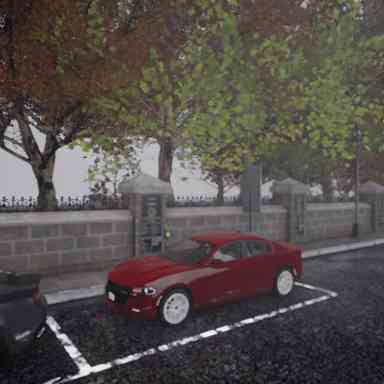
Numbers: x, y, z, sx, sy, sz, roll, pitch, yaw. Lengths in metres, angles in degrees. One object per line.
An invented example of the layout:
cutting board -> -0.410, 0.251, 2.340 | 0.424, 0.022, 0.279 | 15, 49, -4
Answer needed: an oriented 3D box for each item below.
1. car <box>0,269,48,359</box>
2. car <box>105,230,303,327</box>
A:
car -> -4.039, 1.550, 3.777 | 4.403, 1.369, 2.008 | 0, 0, -35
car -> 0.450, 1.548, 7.023 | 4.507, 1.381, 1.887 | 0, 0, -35
